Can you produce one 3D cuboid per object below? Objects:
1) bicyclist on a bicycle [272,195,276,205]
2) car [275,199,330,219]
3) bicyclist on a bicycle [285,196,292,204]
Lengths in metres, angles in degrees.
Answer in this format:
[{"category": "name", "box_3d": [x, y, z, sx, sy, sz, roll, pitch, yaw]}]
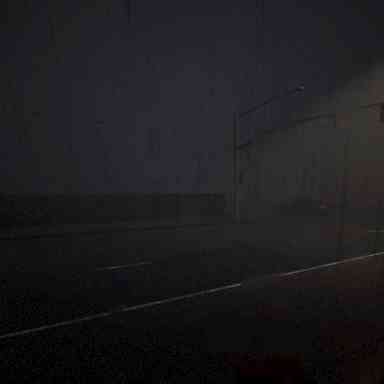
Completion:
[{"category": "bicyclist on a bicycle", "box_3d": [13.481, 1.300, 54.438, 0.582, 1.620, 1.656, 0, 0, 21]}, {"category": "car", "box_3d": [9.465, 1.352, 28.959, 2.097, 1.767, 4.553, 0, 0, -36]}, {"category": "bicyclist on a bicycle", "box_3d": [14.481, 1.453, 49.530, 1.656, 1.620, 0.582, 0, 0, -23]}]
